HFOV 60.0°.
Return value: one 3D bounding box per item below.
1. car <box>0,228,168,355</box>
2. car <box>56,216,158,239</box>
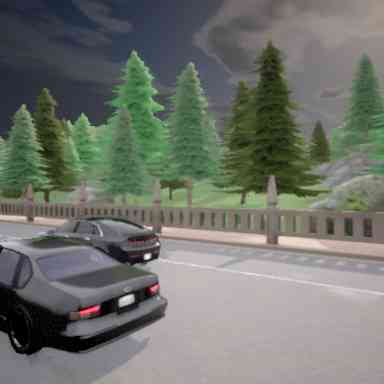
[{"bbox_3d":[-2.954,1.565,6.094,5.357,1.411,2.033,0,0,36],"label":"car"},{"bbox_3d":[-3.197,1.531,10.567,4.892,1.490,1.837,0,0,36],"label":"car"}]
